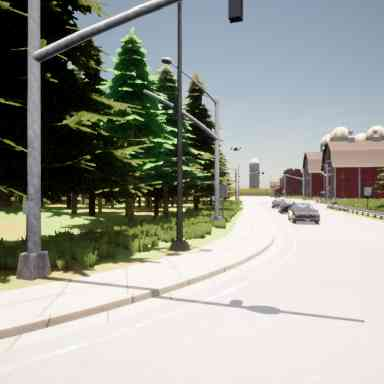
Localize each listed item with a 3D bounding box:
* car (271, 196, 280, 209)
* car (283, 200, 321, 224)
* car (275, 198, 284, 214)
[{"bbox_3d":[11.831,1.564,44.966,1.994,1.385,4.181,0,0,10],"label":"car"},{"bbox_3d":[8.389,1.547,25.308,2.033,1.411,5.357,0,0,10],"label":"car"},{"bbox_3d":[10.148,1.601,34.983,1.895,1.301,4.718,0,0,10],"label":"car"}]
